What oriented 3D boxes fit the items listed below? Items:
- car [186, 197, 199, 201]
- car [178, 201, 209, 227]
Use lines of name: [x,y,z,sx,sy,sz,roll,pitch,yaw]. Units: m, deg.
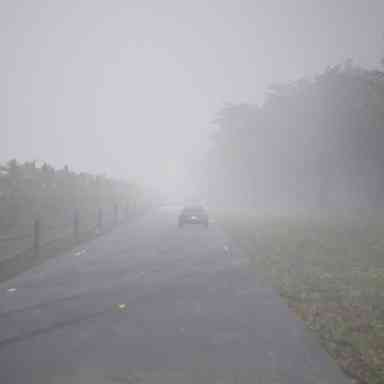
car: [0.101,1.437,39.895,2.097,1.767,4.553,0,0,0]
car: [0.100,1.580,22.740,1.994,1.385,4.181,0,0,0]
